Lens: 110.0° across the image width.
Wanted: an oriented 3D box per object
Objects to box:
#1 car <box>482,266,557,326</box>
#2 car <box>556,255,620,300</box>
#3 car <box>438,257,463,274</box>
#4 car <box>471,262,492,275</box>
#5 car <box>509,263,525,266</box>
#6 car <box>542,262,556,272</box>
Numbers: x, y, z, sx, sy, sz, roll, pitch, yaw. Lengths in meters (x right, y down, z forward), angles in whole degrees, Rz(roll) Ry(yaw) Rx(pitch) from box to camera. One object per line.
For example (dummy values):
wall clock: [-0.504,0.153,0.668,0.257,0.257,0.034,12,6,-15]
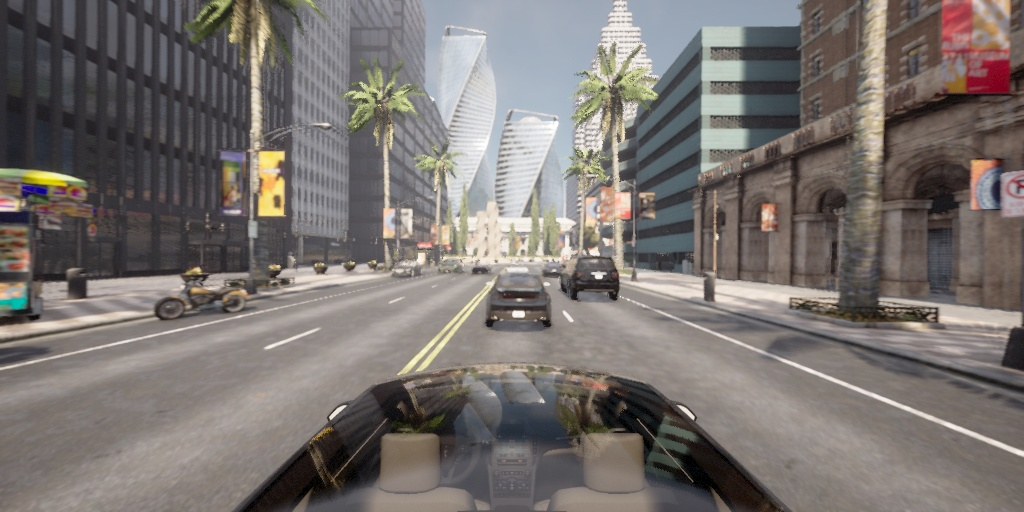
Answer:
car: [0.204,1.250,11.630,1.837,1.490,4.892,0,0,1]
car: [3.790,0.991,18.180,2.150,2.045,5.566,0,0,1]
car: [-6.642,1.028,39.071,2.097,1.767,4.553,0,0,1]
car: [-3.165,1.305,37.780,1.895,1.301,4.718,0,0,1]
car: [0.485,1.335,34.157,1.895,1.301,4.718,0,0,1]
car: [4.004,1.325,35.713,1.994,1.385,4.181,0,0,1]
